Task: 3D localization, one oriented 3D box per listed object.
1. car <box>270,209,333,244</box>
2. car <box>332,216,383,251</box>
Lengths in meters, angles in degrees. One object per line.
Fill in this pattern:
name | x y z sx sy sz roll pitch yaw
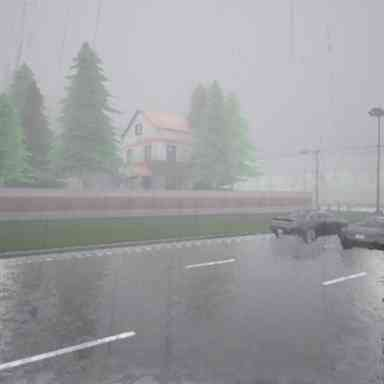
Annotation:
car | 6.062 1.630 16.789 4.902 1.511 2.128 1 0 -35
car | 8.090 1.701 13.937 4.181 1.385 1.994 1 0 -35
